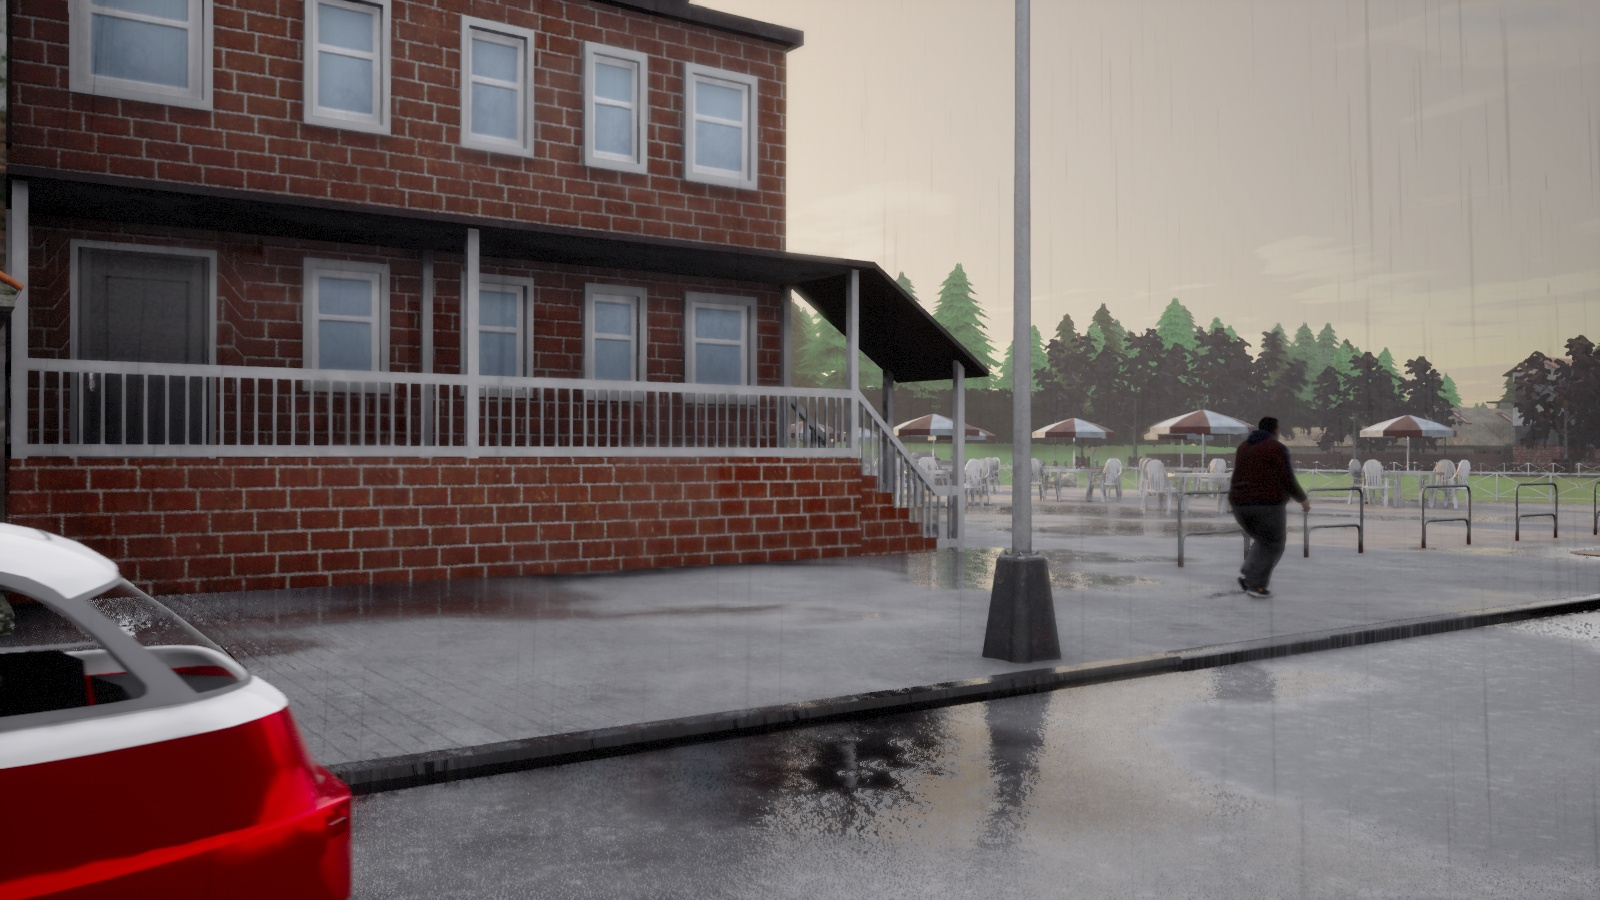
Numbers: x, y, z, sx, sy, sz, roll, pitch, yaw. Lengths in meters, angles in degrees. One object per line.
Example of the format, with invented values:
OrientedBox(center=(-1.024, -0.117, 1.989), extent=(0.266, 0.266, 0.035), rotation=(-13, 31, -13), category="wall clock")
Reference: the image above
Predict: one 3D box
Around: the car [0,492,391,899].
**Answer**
OrientedBox(center=(-2.224, 0.811, 2.719), extent=(2.207, 1.376, 1.481), rotation=(0, 0, -35), category="car")

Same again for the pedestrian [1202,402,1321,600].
OrientedBox(center=(4.468, 0.475, 12.167), extent=(0.899, 1.844, 0.634), rotation=(0, 0, -26), category="pedestrian")
